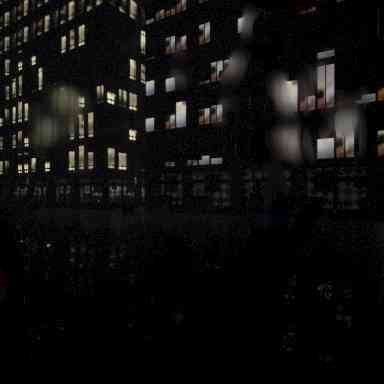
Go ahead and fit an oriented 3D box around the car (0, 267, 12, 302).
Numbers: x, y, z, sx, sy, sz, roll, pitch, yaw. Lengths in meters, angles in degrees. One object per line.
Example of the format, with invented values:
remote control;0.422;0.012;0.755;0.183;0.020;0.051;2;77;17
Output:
car;-5.559;1.526;6.817;4.829;1.417;1.752;0;0;35
